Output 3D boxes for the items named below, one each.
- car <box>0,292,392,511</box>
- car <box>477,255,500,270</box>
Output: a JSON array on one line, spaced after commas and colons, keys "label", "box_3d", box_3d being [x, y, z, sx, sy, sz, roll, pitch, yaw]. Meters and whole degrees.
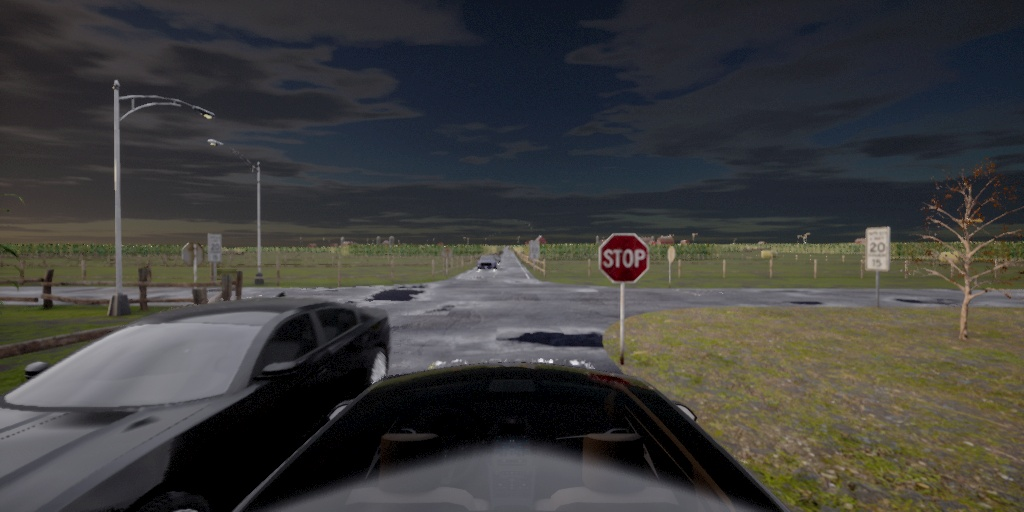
[{"label": "car", "box_3d": [-2.754, 1.211, 3.466, 1.882, 1.535, 5.008, 0, 1, 0]}, {"label": "car", "box_3d": [-2.876, 0.623, 41.797, 2.097, 1.767, 4.553, 0, 1, 0]}]
